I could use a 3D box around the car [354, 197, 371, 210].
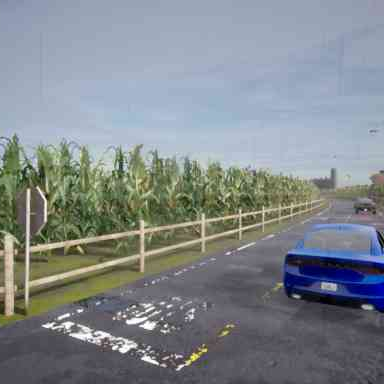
[{"bbox_3d":[22.673,1.505,44.343,1.837,1.490,4.892,0,0,24],"label":"car"}]

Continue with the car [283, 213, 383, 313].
[{"bbox_3d":[3.614,1.479,7.875,1.882,1.535,5.008,0,0,30],"label":"car"}]

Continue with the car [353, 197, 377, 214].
[{"bbox_3d":[18.307,1.509,35.154,1.837,1.490,4.892,0,0,27],"label":"car"}]
